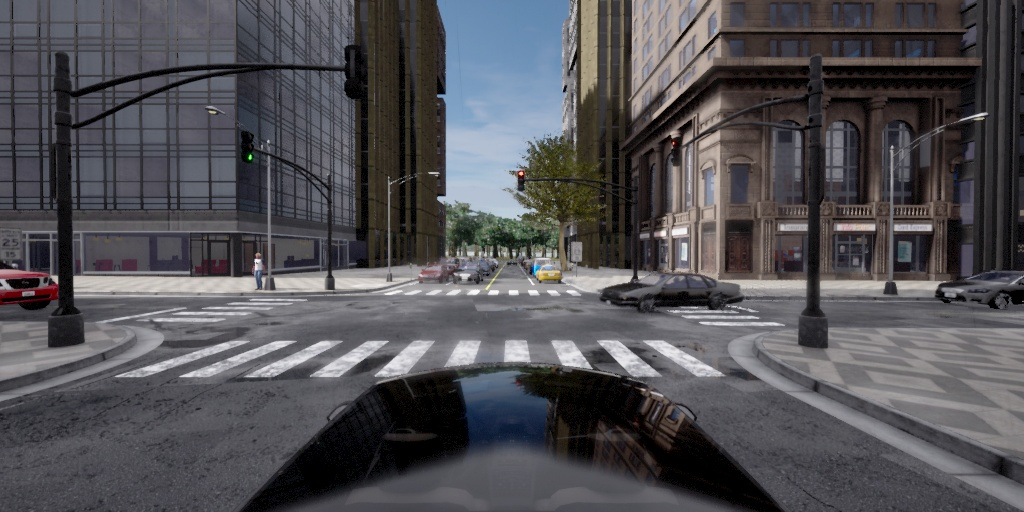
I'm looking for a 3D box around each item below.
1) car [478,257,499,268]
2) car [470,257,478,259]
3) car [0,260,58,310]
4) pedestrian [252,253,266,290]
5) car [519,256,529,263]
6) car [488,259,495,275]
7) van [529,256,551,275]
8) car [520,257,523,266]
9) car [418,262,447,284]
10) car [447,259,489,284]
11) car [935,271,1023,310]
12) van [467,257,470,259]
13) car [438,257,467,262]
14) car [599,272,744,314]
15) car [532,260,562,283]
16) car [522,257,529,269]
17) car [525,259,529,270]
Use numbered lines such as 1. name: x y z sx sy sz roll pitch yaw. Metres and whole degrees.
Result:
1. car: -3.138 1.182 46.441 2.128 1.511 4.902 0 0 0
2. car: -5.812 1.010 44.036 2.192 1.841 5.009 0 0 0
3. car: -18.386 0.841 11.560 5.566 2.045 2.150 1 1 0
4. pedestrian: -12.541 0.740 17.816 0.375 1.860 0.375 0 0 0
5. car: 2.694 1.201 61.091 2.007 1.370 4.403 0 0 0
6. car: -3.133 1.260 36.329 2.033 1.411 5.357 0 0 0
7. van: 2.727 1.060 32.694 1.690 1.789 3.998 0 0 0
8. car: 2.701 1.211 55.412 1.888 1.381 4.507 0 0 0
9. car: -5.792 1.310 26.996 1.802 1.307 4.207 0 0 0
10. car: -3.134 1.220 26.507 2.128 1.511 4.902 0 0 1
11. car: 20.655 1.372 14.885 4.902 1.511 2.128 0 1 0
12. van: -5.805 1.049 38.356 1.690 1.789 3.998 0 0 0
13. car: -5.799 1.033 32.676 2.192 1.841 5.009 0 0 0
14. car: 6.179 1.342 13.896 5.357 1.411 2.033 0 1 -13
15. car: 2.733 1.253 27.184 1.751 1.417 4.829 0 0 0
16. car: 2.707 1.207 49.903 1.751 1.417 4.829 0 0 0
17. car: 2.720 1.274 38.374 1.948 1.339 4.313 0 0 0
